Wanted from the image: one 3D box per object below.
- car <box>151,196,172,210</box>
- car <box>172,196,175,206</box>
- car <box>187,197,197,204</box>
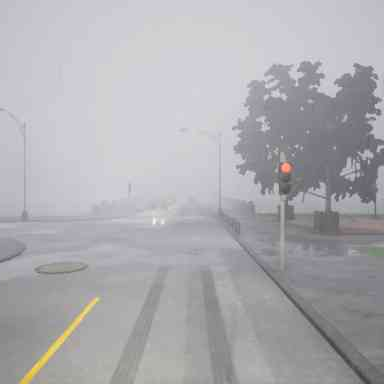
[{"bbox_3d":[-4.063,1.491,42.224,2.128,1.511,4.902,0,0,0],"label":"car"},{"bbox_3d":[-4.048,1.477,51.771,1.882,1.535,5.008,0,0,0],"label":"car"},{"bbox_3d":[0.054,1.547,61.659,2.033,1.411,5.357,0,0,0],"label":"car"}]
